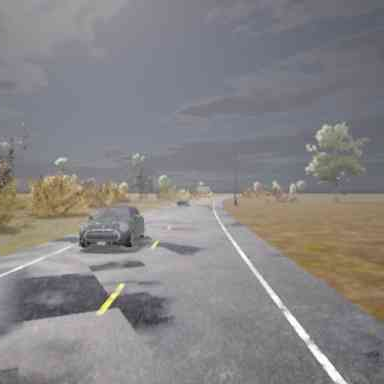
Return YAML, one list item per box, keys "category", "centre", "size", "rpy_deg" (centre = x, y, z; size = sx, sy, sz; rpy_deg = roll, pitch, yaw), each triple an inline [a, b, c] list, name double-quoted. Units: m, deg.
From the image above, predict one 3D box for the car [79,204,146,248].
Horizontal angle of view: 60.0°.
- category: "car"
  centre: [-3.432, 1.403, 15.028]
  size: [2.097, 1.767, 4.553]
  rpy_deg: [0, 0, 1]

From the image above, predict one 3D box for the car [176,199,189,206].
- category: "car"
  centre: [-1.557, 1.791, 57.283]
  size: [1.895, 1.301, 4.718]
  rpy_deg: [0, 0, 4]

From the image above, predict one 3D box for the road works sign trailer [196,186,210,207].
- category: "road works sign trailer"
  centre: [1.887, 0.654, 56.070]
  size: [2.380, 3.560, 2.880]
  rpy_deg: [0, 0, 4]
